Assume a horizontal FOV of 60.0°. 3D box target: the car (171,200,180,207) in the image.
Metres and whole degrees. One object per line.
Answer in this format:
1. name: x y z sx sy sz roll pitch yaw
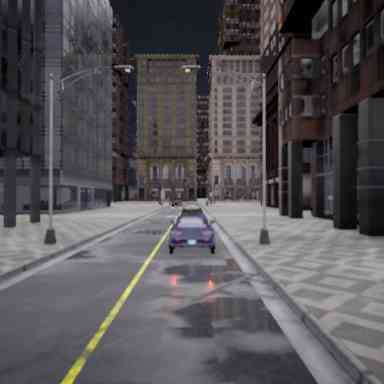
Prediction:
1. car: -3.002 2.238 64.696 1.994 1.385 4.181 0 -1 1

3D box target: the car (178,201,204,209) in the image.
1. car: 0.016 1.770 29.471 1.882 1.535 5.008 0 0 0

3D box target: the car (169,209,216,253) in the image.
1. car: 0.010 1.665 14.363 1.812 1.442 4.674 0 0 0
